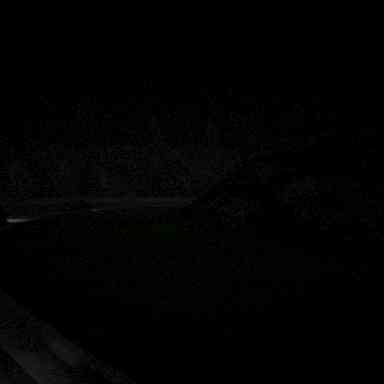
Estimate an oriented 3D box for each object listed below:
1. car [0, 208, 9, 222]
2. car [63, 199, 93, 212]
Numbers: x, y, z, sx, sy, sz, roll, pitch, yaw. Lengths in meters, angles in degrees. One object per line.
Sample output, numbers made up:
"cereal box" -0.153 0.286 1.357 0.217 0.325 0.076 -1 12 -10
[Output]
"car" -14.454 1.555 23.302 1.812 1.442 4.674 0 0 -12
"car" -13.880 1.639 40.579 1.812 1.442 4.674 0 0 13
